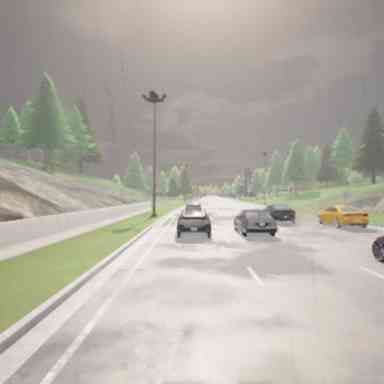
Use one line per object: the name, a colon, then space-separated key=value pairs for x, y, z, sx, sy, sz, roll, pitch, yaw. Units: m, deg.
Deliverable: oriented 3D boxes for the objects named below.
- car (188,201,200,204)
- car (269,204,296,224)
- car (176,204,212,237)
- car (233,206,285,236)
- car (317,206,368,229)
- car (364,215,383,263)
car: x=0.206 y=1.861 z=39.865 sx=2.128 sy=1.511 sz=4.902 roll=0 pitch=-1 yaw=1
car: x=7.105 y=1.735 z=27.627 sx=1.882 sy=1.535 sz=5.008 roll=0 pitch=-1 yaw=0
car: x=0.103 y=1.669 z=19.081 sx=2.128 sy=1.511 sz=4.902 roll=0 pitch=-1 yaw=0
car: x=3.602 y=1.730 z=19.576 sx=2.033 sy=1.411 sz=5.357 roll=0 pitch=-1 yaw=0
car: x=10.604 y=1.699 z=23.746 sx=1.882 sy=1.535 sz=5.008 roll=0 pitch=-1 yaw=0
car: x=7.103 y=1.615 z=9.480 sx=1.812 sy=1.442 sz=4.674 roll=0 pitch=0 yaw=0
